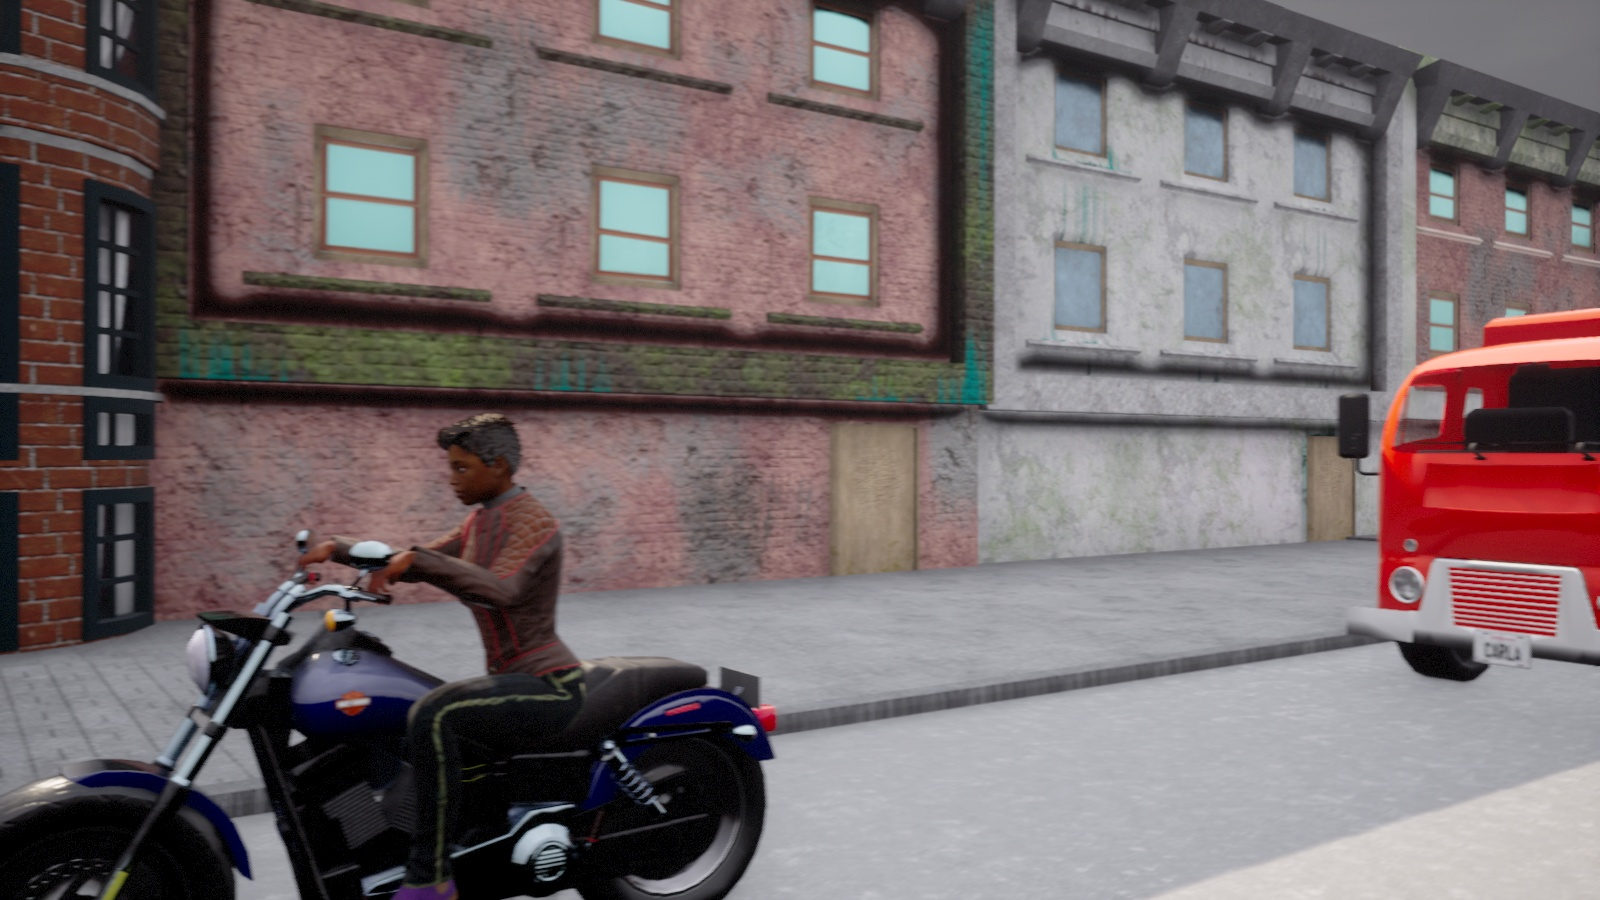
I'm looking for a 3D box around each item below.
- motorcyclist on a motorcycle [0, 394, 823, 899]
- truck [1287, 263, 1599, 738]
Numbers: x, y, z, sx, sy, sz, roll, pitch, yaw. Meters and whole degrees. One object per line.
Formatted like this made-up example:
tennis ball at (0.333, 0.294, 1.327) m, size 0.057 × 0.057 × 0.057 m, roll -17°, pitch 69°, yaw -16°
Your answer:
motorcyclist on a motorcycle at (-1.117, 0.706, 3.490) m, size 2.350 × 1.649 × 0.766 m, roll 0°, pitch 0°, yaw -35°
truck at (6.000, 0.267, 8.427) m, size 5.204 × 2.467 × 2.627 m, roll 0°, pitch 0°, yaw -35°
